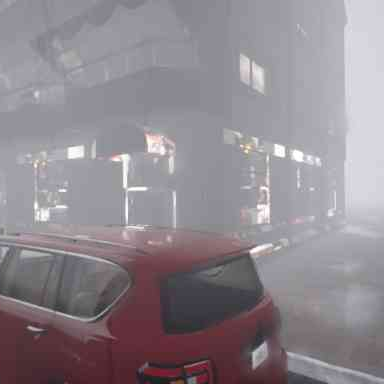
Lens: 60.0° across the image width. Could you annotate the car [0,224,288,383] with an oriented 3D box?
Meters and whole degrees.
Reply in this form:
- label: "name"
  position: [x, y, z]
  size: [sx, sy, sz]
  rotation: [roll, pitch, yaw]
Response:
- label: "car"
  position: [-1.431, 1.316, 3.903]
  size: [5.009, 1.841, 2.192]
  rotation: [0, -1, 35]
